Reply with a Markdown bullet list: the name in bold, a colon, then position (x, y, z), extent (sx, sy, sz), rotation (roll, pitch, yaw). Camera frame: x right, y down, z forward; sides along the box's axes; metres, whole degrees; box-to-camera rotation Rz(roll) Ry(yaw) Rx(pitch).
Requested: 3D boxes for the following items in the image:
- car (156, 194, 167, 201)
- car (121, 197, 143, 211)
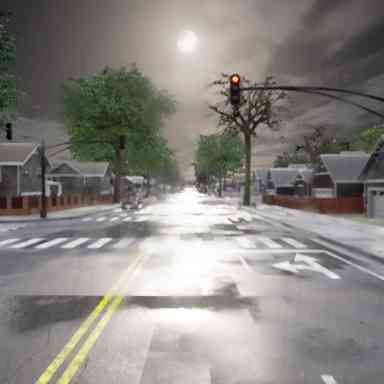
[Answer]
- **car**: position (-6.595, 1.113, 71.897), extent (1.812, 1.442, 4.674), rotation (0, 0, 0)
- **car**: position (-6.553, 1.324, 36.697), extent (2.128, 1.511, 4.902), rotation (0, 1, 0)
